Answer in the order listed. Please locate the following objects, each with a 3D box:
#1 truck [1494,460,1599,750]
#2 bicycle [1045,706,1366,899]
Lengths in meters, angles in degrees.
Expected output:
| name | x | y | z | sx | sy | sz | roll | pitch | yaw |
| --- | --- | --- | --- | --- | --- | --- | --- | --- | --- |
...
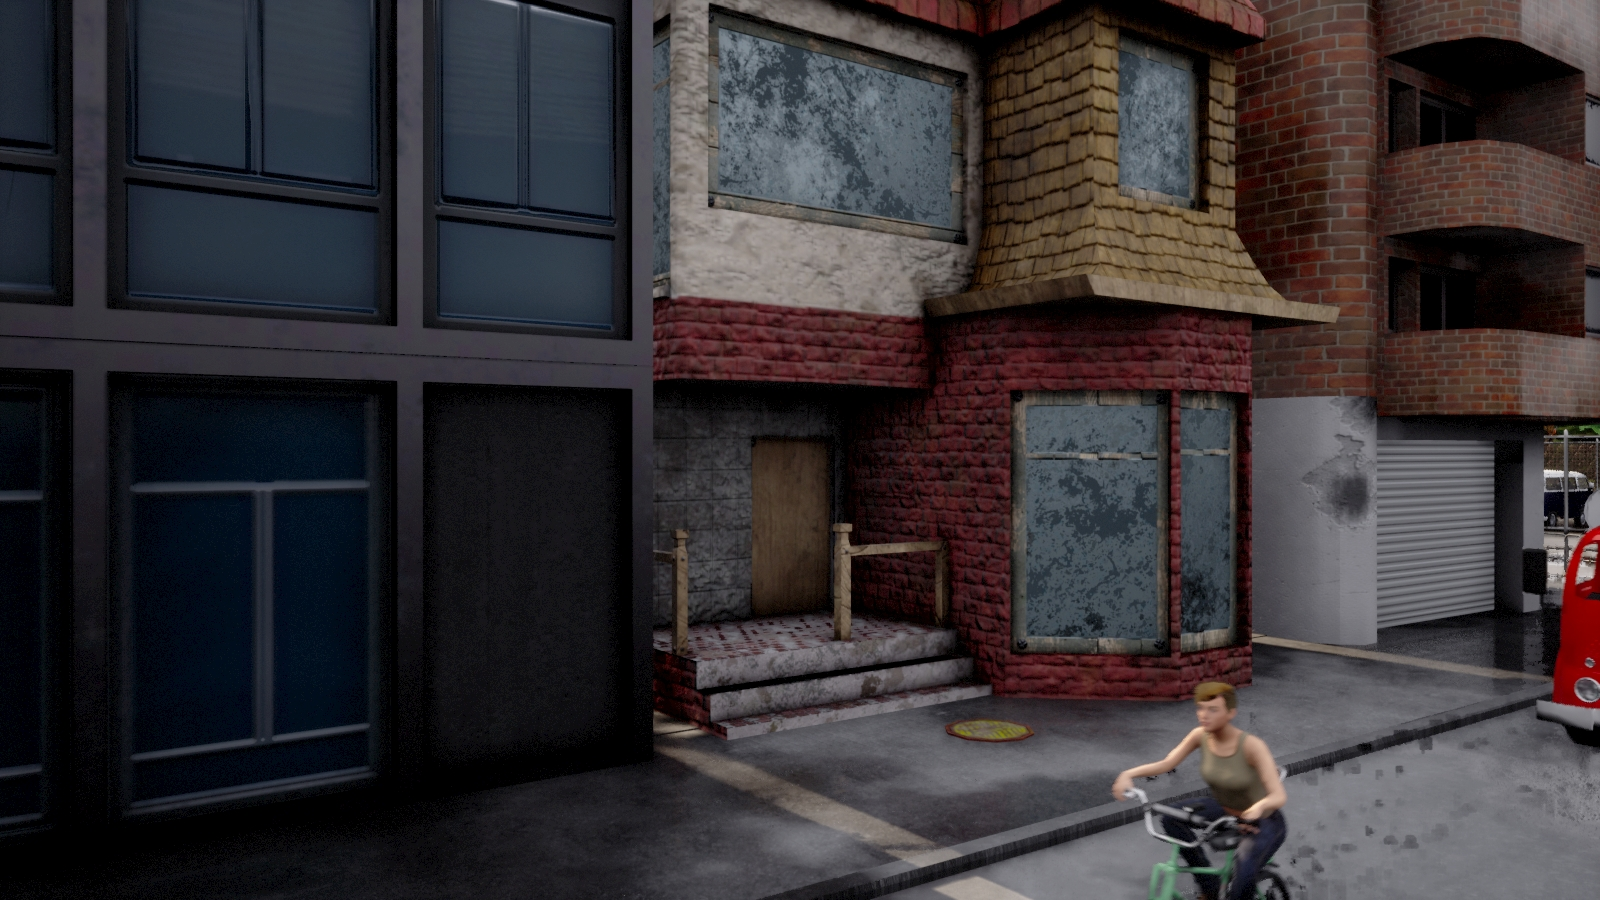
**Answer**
| name | x | y | z | sx | sy | sz | roll | pitch | yaw |
| --- | --- | --- | --- | --- | --- | --- | --- | --- | --- |
| truck | 9.256 | 1.342 | 10.934 | 5.204 | 2.467 | 2.627 | 0 | 0 | -35 |
| bicycle | 2.099 | 2.034 | 5.875 | 1.487 | 1.080 | 0.859 | 0 | 0 | -36 |
